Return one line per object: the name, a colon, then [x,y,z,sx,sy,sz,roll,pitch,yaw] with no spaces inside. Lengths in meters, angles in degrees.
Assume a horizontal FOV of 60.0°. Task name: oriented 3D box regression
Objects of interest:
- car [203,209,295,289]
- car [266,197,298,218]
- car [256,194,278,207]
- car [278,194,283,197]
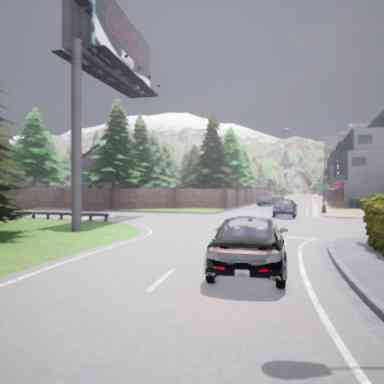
car: [1.566,1.425,9.108,2.128,1.511,4.902,0,0,13]
car: [7.787,1.337,27.769,2.033,1.411,5.357,0,0,20]
car: [9.906,1.233,44.604,2.033,1.411,5.357,0,0,20]
car: [15.521,1.107,60.096,1.812,1.442,4.674,0,1,20]
